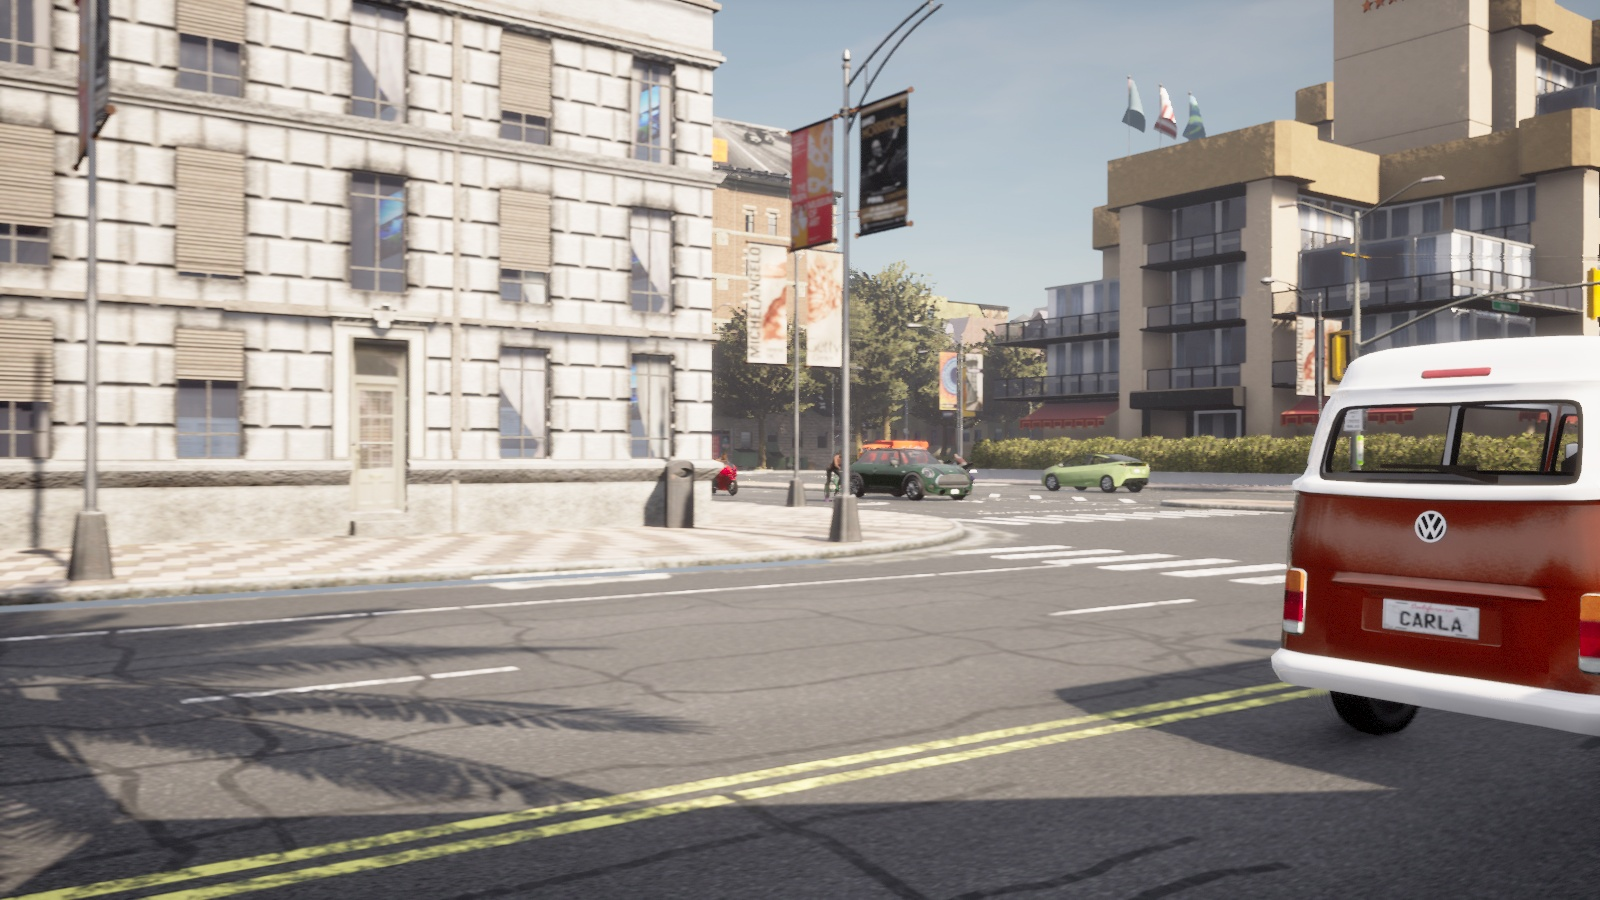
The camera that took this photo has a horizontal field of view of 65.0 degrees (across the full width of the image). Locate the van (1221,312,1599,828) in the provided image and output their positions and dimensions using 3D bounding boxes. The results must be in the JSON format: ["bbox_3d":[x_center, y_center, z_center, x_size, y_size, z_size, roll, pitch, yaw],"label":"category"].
[{"bbox_3d":[4.577,0.478,6.840,4.480,2.038,2.069,0,0,-35],"label":"van"}]

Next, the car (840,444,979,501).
[{"bbox_3d":[3.534,0.708,41.209,2.097,1.767,4.553,0,0,-35],"label":"car"}]

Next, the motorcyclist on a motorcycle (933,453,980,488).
[{"bbox_3d":[6.989,0.919,56.221,0.866,1.530,2.191,0,0,-35],"label":"motorcyclist on a motorcycle"}]

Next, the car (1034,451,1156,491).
[{"bbox_3d":[11.608,0.805,49.705,2.007,1.525,4.514,0,0,-35],"label":"car"}]

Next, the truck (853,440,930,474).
[{"bbox_3d":[6.757,0.495,92.582,5.204,2.467,2.627,0,0,-36],"label":"truck"}]

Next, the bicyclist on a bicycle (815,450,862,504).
[{"bbox_3d":[1.168,0.799,38.494,0.582,1.620,1.656,0,0,-35],"label":"bicyclist on a bicycle"}]

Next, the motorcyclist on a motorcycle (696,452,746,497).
[{"bbox_3d":[-2.781,0.850,44.066,0.797,1.523,2.044,0,0,-35],"label":"motorcyclist on a motorcycle"}]
